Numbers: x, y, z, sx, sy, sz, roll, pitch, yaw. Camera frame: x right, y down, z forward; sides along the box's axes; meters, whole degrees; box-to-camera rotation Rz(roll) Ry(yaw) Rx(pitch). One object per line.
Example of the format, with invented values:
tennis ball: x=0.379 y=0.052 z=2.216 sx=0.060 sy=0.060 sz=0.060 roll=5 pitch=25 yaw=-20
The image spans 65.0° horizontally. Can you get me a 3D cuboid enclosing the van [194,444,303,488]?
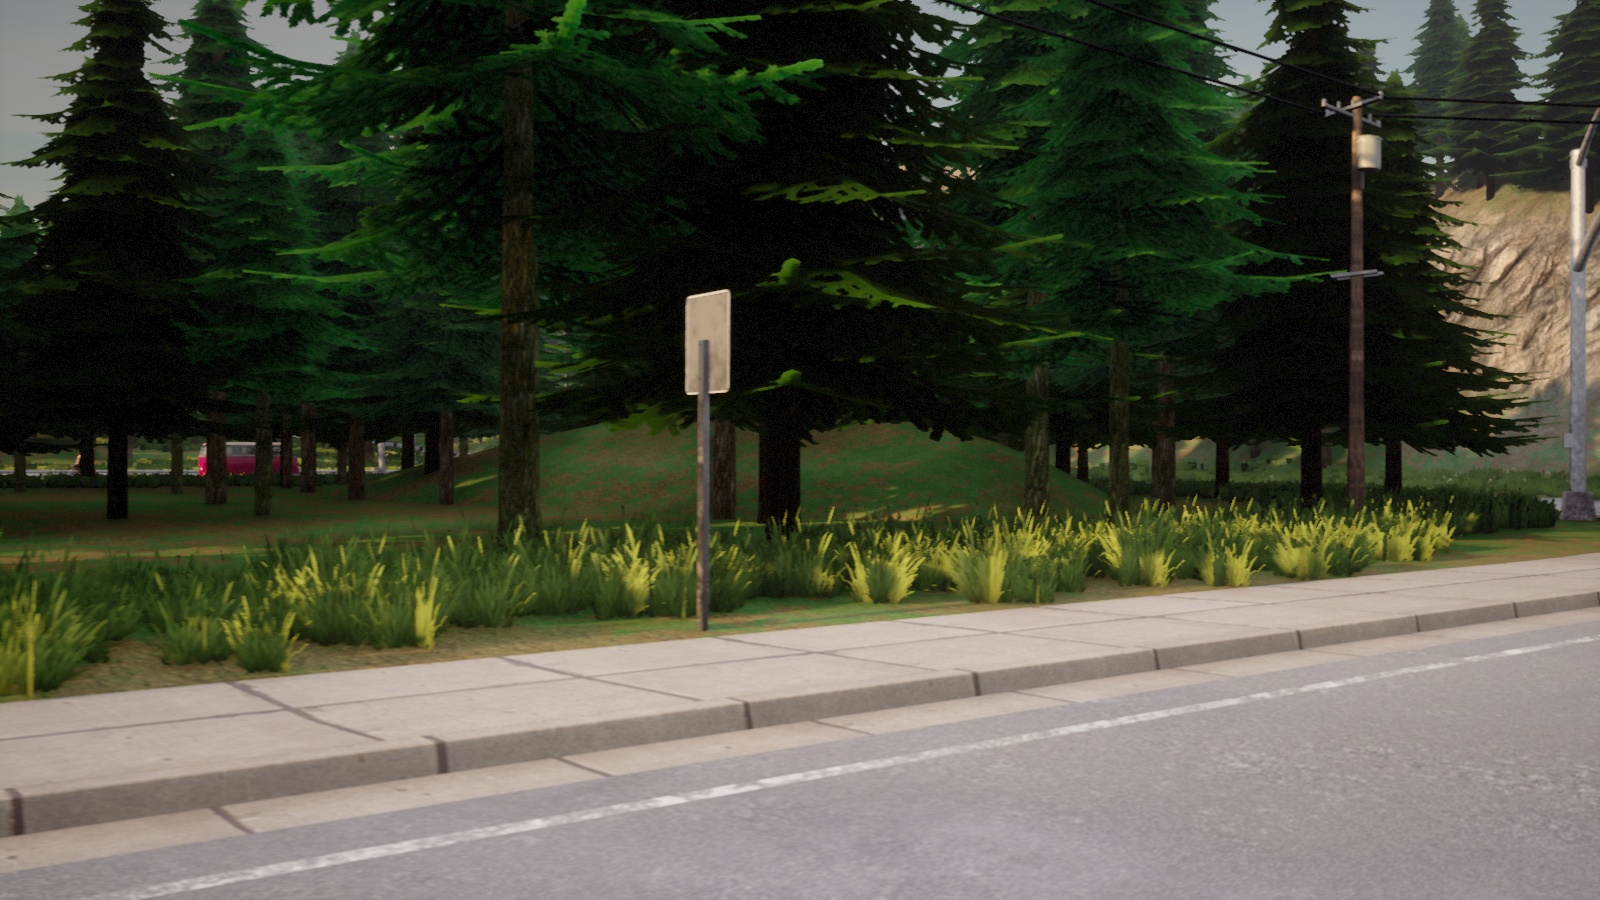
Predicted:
van: x=-25.955 y=0.720 z=59.124 sx=4.442 sy=1.987 sz=1.775 roll=0 pitch=0 yaw=-35
